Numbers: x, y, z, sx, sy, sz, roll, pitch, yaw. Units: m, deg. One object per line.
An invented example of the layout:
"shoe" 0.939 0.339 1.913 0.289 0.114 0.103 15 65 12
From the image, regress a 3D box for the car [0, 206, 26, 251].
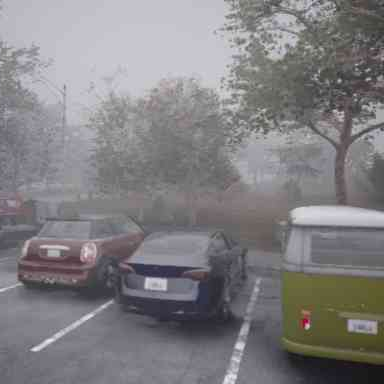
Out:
"car" -7.129 1.488 12.551 2.163 1.488 4.792 0 -1 16

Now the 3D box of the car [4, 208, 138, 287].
"car" -2.347 1.343 9.074 2.185 1.767 4.553 0 -1 15

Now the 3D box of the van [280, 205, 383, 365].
"van" 2.479 1.259 5.794 1.878 1.987 4.442 0 -1 16

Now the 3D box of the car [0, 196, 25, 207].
"car" -9.531 1.201 14.207 2.435 2.045 5.566 1 -1 16

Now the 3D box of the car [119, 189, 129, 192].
"car" -11.408 -0.584 52.408 1.882 1.535 5.008 2 5 37

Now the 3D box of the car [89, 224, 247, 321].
"car" 0.063 1.506 7.419 2.163 1.488 4.792 0 -1 16
